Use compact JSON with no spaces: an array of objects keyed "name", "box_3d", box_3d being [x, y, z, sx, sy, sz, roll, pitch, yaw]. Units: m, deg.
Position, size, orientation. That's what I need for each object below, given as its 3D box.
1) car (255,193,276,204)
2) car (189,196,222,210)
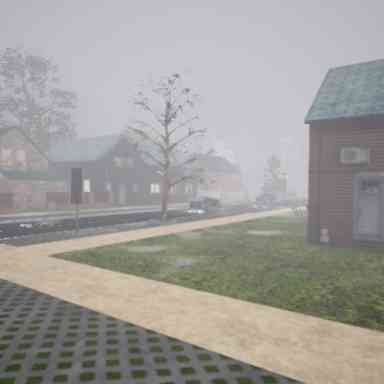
[{"name":"car","box_3d":[10.919,0.853,49.244,1.882,1.535,5.008,2,1,34]},{"name":"car","box_3d":[1.467,1.110,35.330,1.994,1.385,4.181,2,1,34]}]
